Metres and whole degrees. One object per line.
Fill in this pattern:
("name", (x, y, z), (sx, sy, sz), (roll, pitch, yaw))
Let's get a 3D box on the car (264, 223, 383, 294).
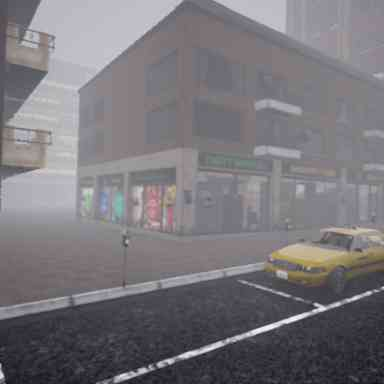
("car", (4.014, 1.556, 8.934), (4.829, 1.417, 1.752), (0, 2, -35))
